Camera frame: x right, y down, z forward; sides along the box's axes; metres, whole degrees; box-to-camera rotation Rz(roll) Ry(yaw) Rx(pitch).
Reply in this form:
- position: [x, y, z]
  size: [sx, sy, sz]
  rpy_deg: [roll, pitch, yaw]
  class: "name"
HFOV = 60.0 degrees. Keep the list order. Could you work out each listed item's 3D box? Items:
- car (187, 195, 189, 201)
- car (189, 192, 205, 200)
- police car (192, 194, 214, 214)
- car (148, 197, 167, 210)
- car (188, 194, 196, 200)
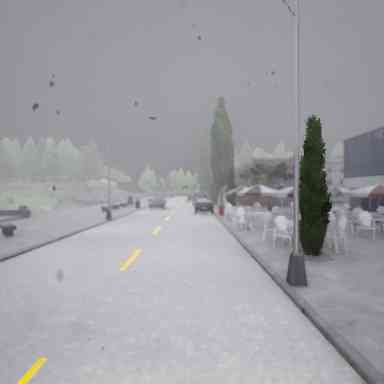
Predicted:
- position: [-0.011, 1.180, 69.472]
  size: [1.895, 1.301, 4.718]
  rpy_deg: [0, 0, 0]
  class: "car"
- position: [1.130, 1.008, 49.845]
  size: [2.150, 2.045, 5.566]
  rpy_deg: [-3, 0, 0]
  class: "car"
- position: [1.193, 1.313, 33.926]
  size: [1.930, 1.638, 5.238]
  rpy_deg: [0, 0, 0]
  class: "police car"
- position: [-4.097, 1.372, 40.103]
  size: [1.837, 1.490, 4.892]
  rpy_deg: [0, 0, 0]
  class: "car"
- position: [-0.015, 1.194, 84.120]
  size: [1.994, 1.385, 4.181]
  rpy_deg: [0, 0, 0]
  class: "car"
